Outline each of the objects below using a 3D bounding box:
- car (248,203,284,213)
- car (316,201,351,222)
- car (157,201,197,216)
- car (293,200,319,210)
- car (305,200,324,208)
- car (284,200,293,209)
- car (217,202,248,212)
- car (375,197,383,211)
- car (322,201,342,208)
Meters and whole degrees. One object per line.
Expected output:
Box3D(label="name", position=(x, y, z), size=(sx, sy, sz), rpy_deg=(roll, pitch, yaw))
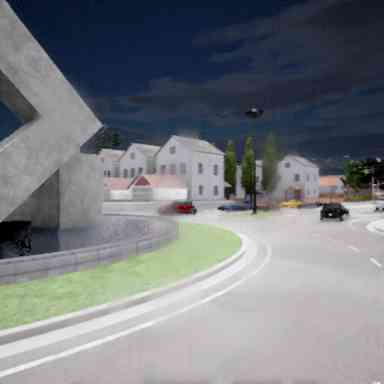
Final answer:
Box3D(label="car", position=(10.471, 2.175, 47.006), size=(4.718, 1.301, 1.895), rpy_deg=(0, -1, -41))
Box3D(label="car", position=(13.269, 1.826, 30.678), size=(1.882, 1.535, 5.008), rpy_deg=(-1, -1, 34))
Box3D(label="car", position=(-1.782, 1.880, 39.398), size=(4.553, 1.767, 2.097), rpy_deg=(0, -1, -24))
Box3D(label="car", position=(19.253, 2.250, 55.538), size=(1.895, 1.301, 4.718), rpy_deg=(-1, -1, 44))
Box3D(label="car", position=(24.223, 2.314, 65.774), size=(1.994, 1.385, 4.181), rpy_deg=(-1, -1, 44))
Box3D(label="car", position=(17.649, 2.177, 58.919), size=(1.882, 1.535, 5.008), rpy_deg=(-1, -1, 44))
Box3D(label="car", position=(6.114, 2.153, 47.891), size=(5.357, 1.411, 2.033), rpy_deg=(0, -1, -38))
Box3D(label="car", position=(28.370, 1.735, 48.254), size=(2.150, 2.045, 5.566), rpy_deg=(-1, -1, 44))
Box3D(label="car", position=(26.733, 2.316, 63.334), size=(1.895, 1.301, 4.718), rpy_deg=(-1, -1, 44))
